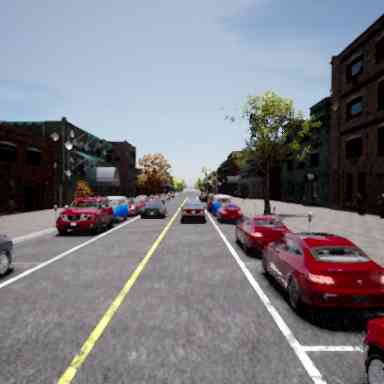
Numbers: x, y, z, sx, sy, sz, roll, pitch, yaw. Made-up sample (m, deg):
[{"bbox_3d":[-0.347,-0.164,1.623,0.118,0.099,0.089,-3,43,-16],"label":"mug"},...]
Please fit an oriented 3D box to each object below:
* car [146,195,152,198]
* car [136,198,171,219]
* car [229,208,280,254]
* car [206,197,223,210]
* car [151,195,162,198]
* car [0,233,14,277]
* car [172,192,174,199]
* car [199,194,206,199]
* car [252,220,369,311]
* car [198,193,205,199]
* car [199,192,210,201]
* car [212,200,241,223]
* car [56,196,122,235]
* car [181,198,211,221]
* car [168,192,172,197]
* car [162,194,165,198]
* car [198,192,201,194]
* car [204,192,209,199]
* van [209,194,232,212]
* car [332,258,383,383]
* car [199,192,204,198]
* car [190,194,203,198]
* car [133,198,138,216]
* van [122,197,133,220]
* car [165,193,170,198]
[{"bbox_3d":[-5.689,1.365,35.100,1.887,1.381,4.507,-1,0,0],"label":"car"},{"bbox_3d":[-3.066,1.424,27.507,1.994,1.385,4.181,0,0,0],"label":"car"},{"bbox_3d":[2.690,1.516,12.908,1.802,1.307,4.206,-1,0,0],"label":"car"},{"bbox_3d":[2.692,1.374,40.650,1.802,1.307,4.206,-1,0,0],"label":"car"},{"bbox_3d":[-5.689,1.204,46.196,1.967,1.590,4.097,-1,0,0],"label":"car"},{"bbox_3d":[-5.691,1.513,7.358,2.008,1.369,4.403,-1,0,0],"label":"car"},{"bbox_3d":[-5.685,1.202,73.938,1.802,1.307,4.206,-1,0,0],"label":"car"},{"bbox_3d":[2.696,1.144,85.036,1.802,1.307,4.206,-1,0,0],"label":"car"},{"bbox_3d":[2.689,1.544,7.360,1.802,1.307,4.206,-1,0,0],"label":"car"},{"bbox_3d":[2.697,1.058,90.754,1.752,1.417,4.829,-1,0,0],"label":"car"},{"bbox_3d":[2.693,0.935,73.938,2.192,1.841,5.009,-1,0,0],"label":"car"},{"bbox_3d":[2.691,1.459,24.005,1.802,1.307,4.206,-1,0,0],"label":"car"},{"bbox_3d":[-5.692,1.221,18.454,2.192,1.841,5.009,-1,0,0],"label":"car"},{"bbox_3d":[0.098,1.417,25.480,2.033,1.411,5.357,0,0,0],"label":"car"},{"bbox_3d":[-5.686,1.200,68.389,2.008,1.369,4.403,-1,0,0],"label":"car"},{"bbox_3d":[-5.687,1.280,51.745,1.887,1.381,4.507,-1,0,0],"label":"car"},{"bbox_3d":[2.695,1.173,68.560,1.752,1.417,4.829,-1,0,0],"label":"car"},{"bbox_3d":[2.690,1.136,35.100,2.192,1.841,5.009,-1,0,0],"label":"car"},{"bbox_3d":[2.689,1.190,29.552,1.690,1.788,3.998,-1,0,0],"label":"van"},{"bbox_3d":[2.689,1.535,1.811,1.887,1.381,4.507,-1,0,0],"label":"car"},{"bbox_3d":[2.694,1.243,62.843,1.947,1.339,4.313,-1,0,0],"label":"car"},{"bbox_3d":[0.105,1.369,45.295,1.895,1.301,4.718,0,0,0],"label":"car"},{"bbox_3d":[-5.690,1.289,29.551,1.967,1.590,4.097,-1,0,0],"label":"car"},{"bbox_3d":[-5.692,1.219,24.002,1.690,1.788,3.998,-1,0,0],"label":"van"},{"bbox_3d":[-5.686,1.259,62.841,1.802,1.307,4.206,-1,0,0],"label":"car"}]
